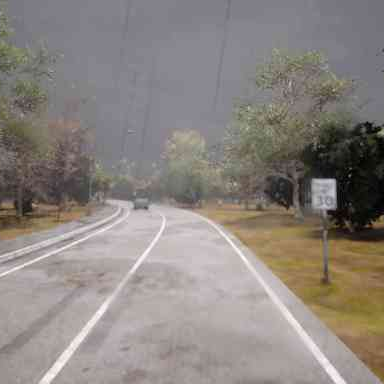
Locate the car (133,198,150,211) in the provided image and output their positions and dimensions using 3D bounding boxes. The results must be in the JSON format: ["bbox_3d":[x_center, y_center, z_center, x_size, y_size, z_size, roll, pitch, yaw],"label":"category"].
[{"bbox_3d":[-6.563,1.582,42.976,1.837,1.490,4.892,1,0,-12],"label":"car"}]
